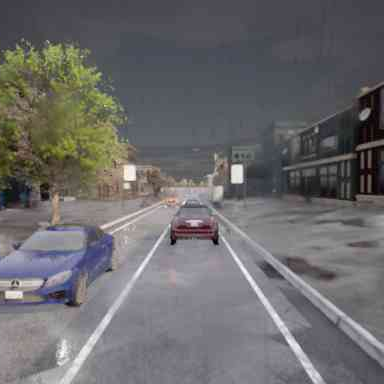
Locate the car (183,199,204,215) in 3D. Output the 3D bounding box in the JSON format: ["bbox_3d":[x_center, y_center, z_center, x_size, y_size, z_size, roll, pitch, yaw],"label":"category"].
[{"bbox_3d":[0.102,1.506,34.921,2.033,1.411,5.357,0,0,0],"label":"car"}]

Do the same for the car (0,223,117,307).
[{"bbox_3d":[-3.087,1.530,8.092,1.812,1.442,4.674,0,0,0],"label":"car"}]

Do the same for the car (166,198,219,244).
[{"bbox_3d":[0.100,1.361,15.963,2.097,1.767,4.553,0,0,0],"label":"car"}]

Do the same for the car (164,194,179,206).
[{"bbox_3d":[-3.062,1.175,51.471,2.097,1.767,4.553,0,1,0],"label":"car"}]
